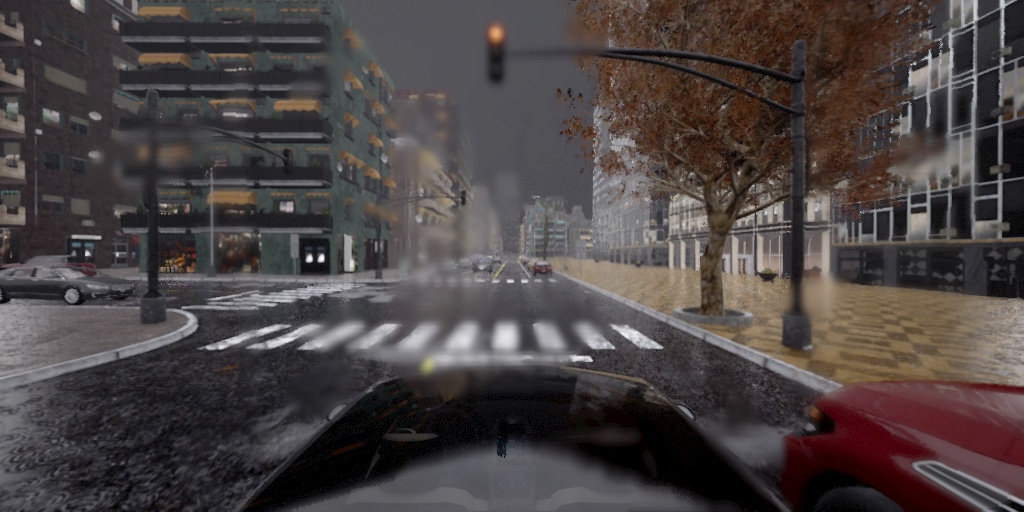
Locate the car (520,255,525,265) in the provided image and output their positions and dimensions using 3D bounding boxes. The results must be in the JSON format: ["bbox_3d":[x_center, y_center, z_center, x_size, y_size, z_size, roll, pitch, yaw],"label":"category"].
[{"bbox_3d":[2.763,0.911,60.157,1.802,1.307,4.207,0,0,0],"label":"car"}]

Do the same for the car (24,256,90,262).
[{"bbox_3d":[-27.598,0.681,21.383,4.097,1.591,1.967,0,0,0],"label":"car"}]

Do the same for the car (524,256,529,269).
[{"bbox_3d":[2.742,0.966,43.730,1.751,1.417,4.829,0,0,0],"label":"car"}]

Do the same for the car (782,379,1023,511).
[{"bbox_3d":[2.688,1.077,0.109,2.192,1.841,5.009,0,0,0],"label":"car"}]

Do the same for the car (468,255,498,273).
[{"bbox_3d":[-2.957,0.973,37.641,2.128,1.511,4.902,0,0,0],"label":"car"}]

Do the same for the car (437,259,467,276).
[{"bbox_3d":[-5.652,1.068,32.506,2.007,1.370,4.403,0,0,0],"label":"car"}]

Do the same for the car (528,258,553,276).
[{"bbox_3d":[2.728,1.063,32.495,1.888,1.381,4.507,0,0,0],"label":"car"}]

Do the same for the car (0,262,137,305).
[{"bbox_3d":[-16.422,1.002,13.102,4.403,1.370,2.007,0,0,0],"label":"car"}]
